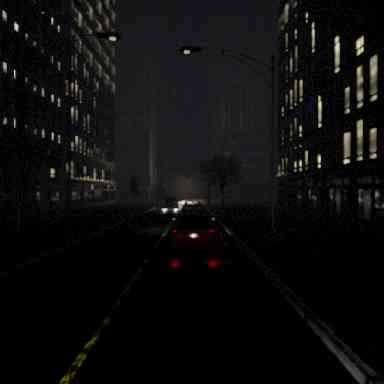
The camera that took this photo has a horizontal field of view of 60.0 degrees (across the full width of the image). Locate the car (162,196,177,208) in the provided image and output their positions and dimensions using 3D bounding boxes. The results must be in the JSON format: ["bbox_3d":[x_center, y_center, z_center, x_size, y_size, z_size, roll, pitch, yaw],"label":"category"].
[{"bbox_3d":[-3.091,1.396,47.923,2.097,1.767,4.553,0,0,0],"label":"car"}]

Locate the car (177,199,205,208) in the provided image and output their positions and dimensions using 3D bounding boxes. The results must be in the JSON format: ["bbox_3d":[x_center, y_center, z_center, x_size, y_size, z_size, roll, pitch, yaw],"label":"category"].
[{"bbox_3d":[0.067,1.512,29.027,2.128,1.511,4.902,0,0,0],"label":"car"}]

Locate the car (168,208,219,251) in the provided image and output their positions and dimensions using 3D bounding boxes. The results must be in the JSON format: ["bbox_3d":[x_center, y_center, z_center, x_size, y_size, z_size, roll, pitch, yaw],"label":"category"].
[{"bbox_3d":[0.070,1.570,14.129,1.994,1.385,4.181,0,0,0],"label":"car"}]
